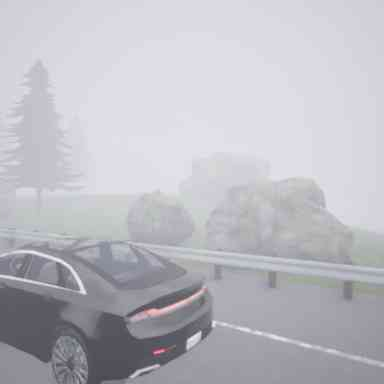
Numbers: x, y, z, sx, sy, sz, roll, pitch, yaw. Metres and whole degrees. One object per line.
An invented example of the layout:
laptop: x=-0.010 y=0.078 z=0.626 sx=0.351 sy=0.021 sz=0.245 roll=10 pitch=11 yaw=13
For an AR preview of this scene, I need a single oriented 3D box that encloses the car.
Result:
car: x=-2.008 y=1.473 z=5.125 sx=4.902 sy=1.511 sz=2.128 roll=0 pitch=0 yaw=33
